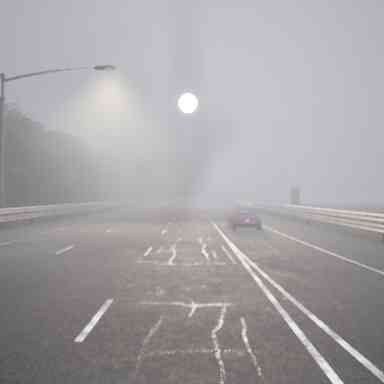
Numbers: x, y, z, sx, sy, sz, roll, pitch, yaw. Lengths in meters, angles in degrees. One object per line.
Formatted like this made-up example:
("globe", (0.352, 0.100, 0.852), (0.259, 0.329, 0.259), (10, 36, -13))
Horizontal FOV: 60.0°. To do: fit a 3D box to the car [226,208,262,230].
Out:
("car", (3.514, 1.816, 23.021), (1.994, 1.385, 4.181), (0, -1, 0))
